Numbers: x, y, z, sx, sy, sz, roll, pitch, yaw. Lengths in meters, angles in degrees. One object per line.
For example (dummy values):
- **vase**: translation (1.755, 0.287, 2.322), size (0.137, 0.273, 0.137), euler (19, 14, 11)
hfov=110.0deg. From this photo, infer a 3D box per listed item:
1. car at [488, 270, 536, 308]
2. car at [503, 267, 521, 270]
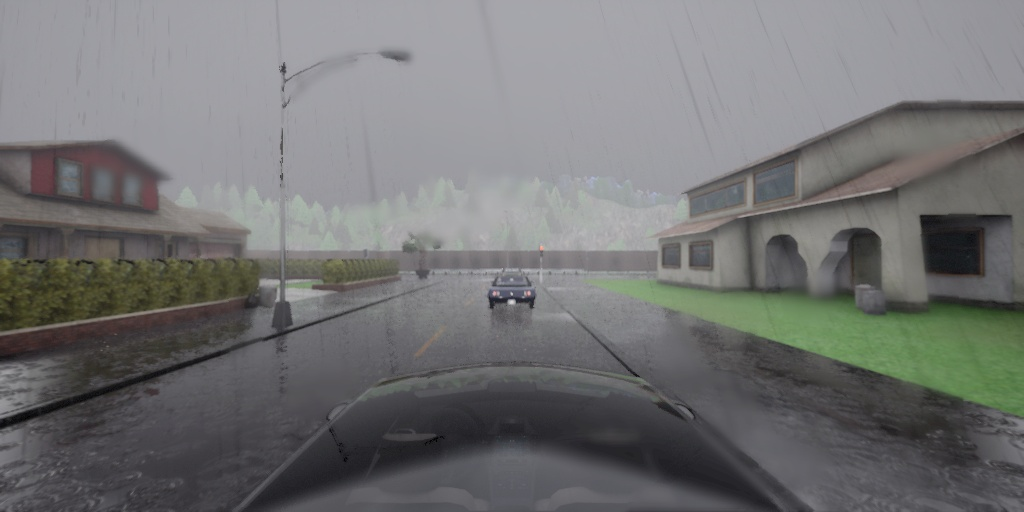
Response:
- **car**: translation (-0.006, 1.489, 15.947), size (1.895, 1.301, 4.718), euler (0, -1, 0)
- **car**: translation (-0.012, 1.634, 30.945), size (1.895, 1.301, 4.718), euler (0, -1, 0)
